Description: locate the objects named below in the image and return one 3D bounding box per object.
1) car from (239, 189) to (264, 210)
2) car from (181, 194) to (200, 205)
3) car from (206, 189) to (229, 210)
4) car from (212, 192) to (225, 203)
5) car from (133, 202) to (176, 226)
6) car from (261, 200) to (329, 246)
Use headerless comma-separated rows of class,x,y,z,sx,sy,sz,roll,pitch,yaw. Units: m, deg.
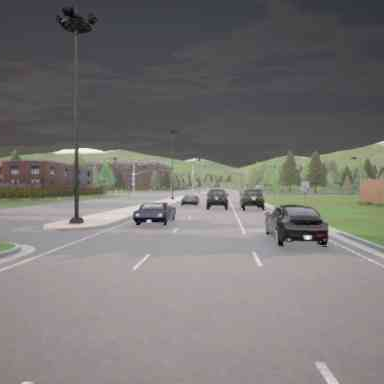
car,6.114,0.732,34.138,2.150,2.045,5.566,0,1,5
car,-0.169,0.939,42.043,1.994,1.385,4.181,0,1,5
car,2.658,0.716,34.753,2.150,2.045,5.566,0,1,5
car,3.863,0.821,48.376,1.812,1.442,4.674,0,1,6
car,-2.181,1.287,20.688,1.895,1.301,4.718,0,1,5
car,4.287,1.306,14.142,1.837,1.490,4.892,0,1,5
